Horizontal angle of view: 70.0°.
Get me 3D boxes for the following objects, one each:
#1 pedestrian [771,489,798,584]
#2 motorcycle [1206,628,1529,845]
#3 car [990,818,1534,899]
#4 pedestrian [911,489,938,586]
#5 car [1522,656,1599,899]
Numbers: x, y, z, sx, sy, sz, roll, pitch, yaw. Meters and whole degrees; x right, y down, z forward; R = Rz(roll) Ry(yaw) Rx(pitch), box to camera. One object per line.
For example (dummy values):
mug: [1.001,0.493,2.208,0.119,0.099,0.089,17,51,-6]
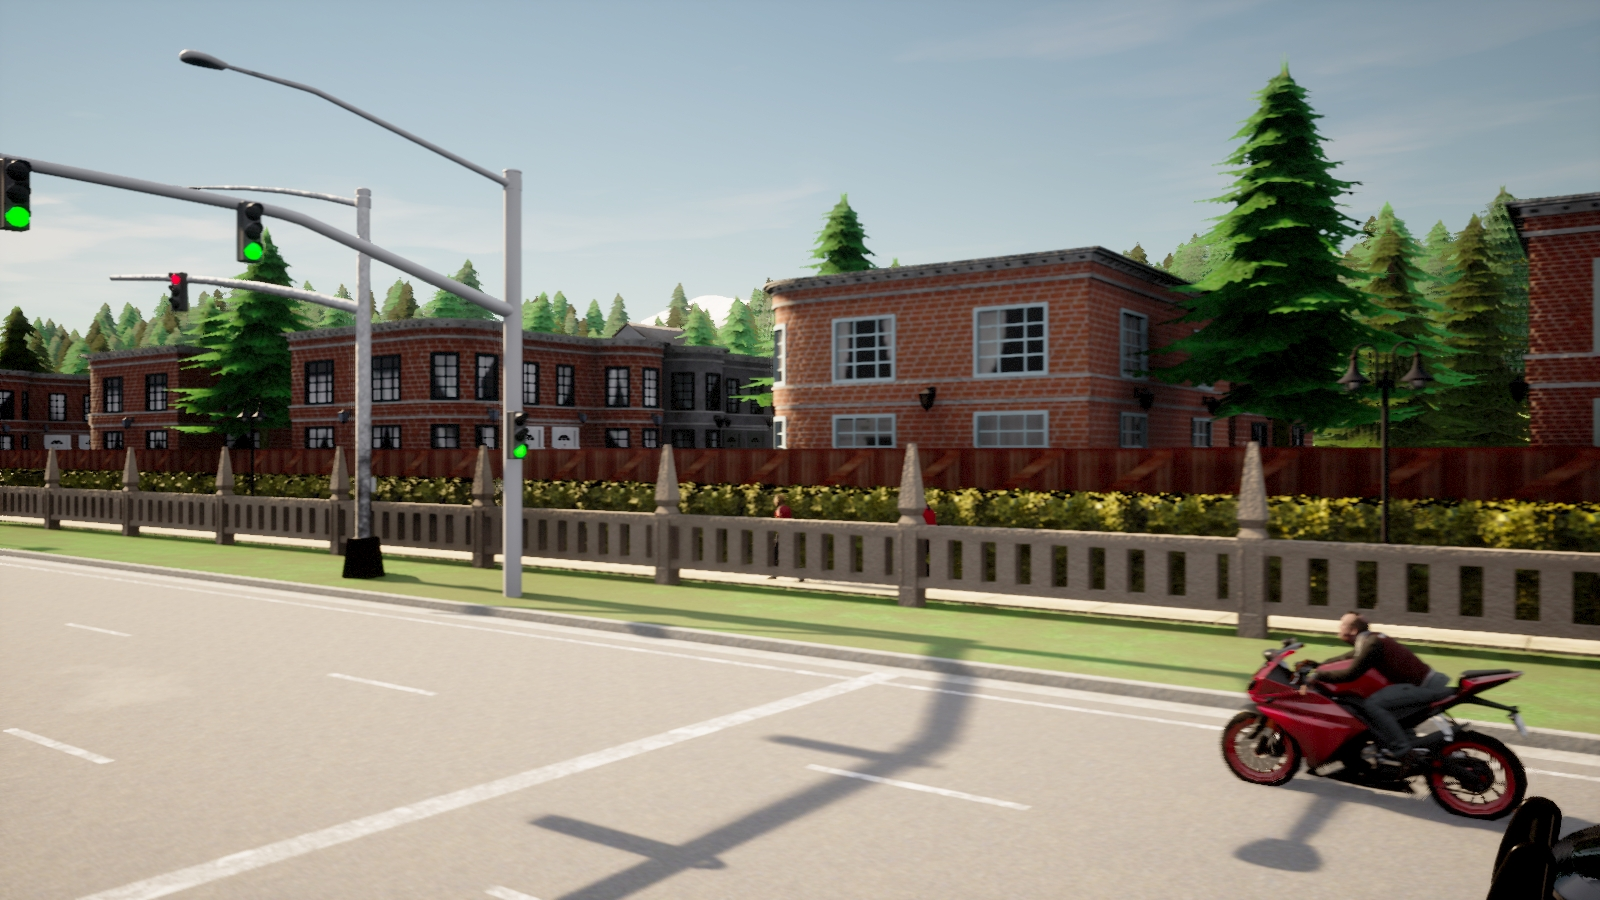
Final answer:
pedestrian: [-0.312,1.712,22.818,0.375,1.860,0.375,0,0,35]
motorcycle: [4.515,2.207,9.170,2.209,1.251,0.867,0,0,35]
car: [2.287,2.066,2.184,4.193,1.474,1.816,0,0,35]
pedestrian: [2.444,1.710,22.406,0.375,1.860,0.375,0,0,38]
car: [5.715,1.982,4.055,5.238,1.638,2.097,0,0,35]
